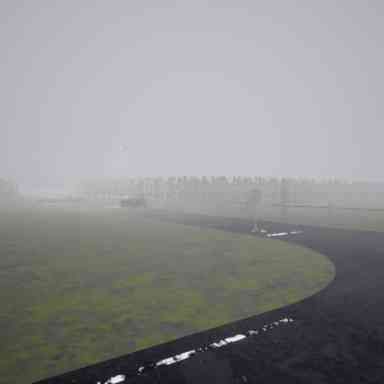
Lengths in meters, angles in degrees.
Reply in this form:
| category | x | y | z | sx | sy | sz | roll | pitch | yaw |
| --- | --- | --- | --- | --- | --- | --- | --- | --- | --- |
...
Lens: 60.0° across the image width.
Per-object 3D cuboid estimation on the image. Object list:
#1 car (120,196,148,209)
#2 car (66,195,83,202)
| category | x | y | z | sx | sy | sz | roll | pitch | yaw |
| --- | --- | --- | --- | --- | --- | --- | --- | --- | --- |
| car | -6.929 | 1.212 | 39.187 | 2.128 | 1.511 | 4.902 | 0 | 1 | -35 |
| car | -21.069 | 1.134 | 59.507 | 1.895 | 1.301 | 4.718 | 0 | 1 | -36 |
